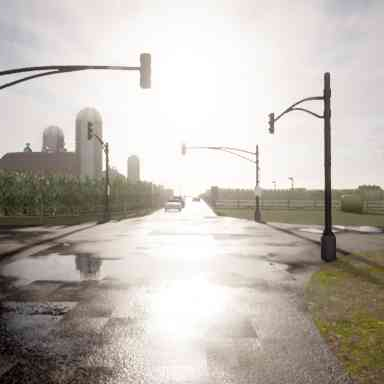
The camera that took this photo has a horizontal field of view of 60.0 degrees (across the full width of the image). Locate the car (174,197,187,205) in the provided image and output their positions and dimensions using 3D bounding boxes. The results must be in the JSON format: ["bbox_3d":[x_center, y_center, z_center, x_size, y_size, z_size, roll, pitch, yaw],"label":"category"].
[{"bbox_3d":[-2.003,1.621,60.134,2.033,1.411,5.357,0,0,1],"label":"car"}]

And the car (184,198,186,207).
[{"bbox_3d":[-2.130,1.406,49.953,2.097,1.767,4.553,0,0,1],"label":"car"}]

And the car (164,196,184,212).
[{"bbox_3d":[-2.232,1.565,40.126,1.812,1.442,4.674,0,0,1],"label":"car"}]

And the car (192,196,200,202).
[{"bbox_3d":[1.024,1.725,80.219,1.895,1.301,4.718,0,0,1],"label":"car"}]
